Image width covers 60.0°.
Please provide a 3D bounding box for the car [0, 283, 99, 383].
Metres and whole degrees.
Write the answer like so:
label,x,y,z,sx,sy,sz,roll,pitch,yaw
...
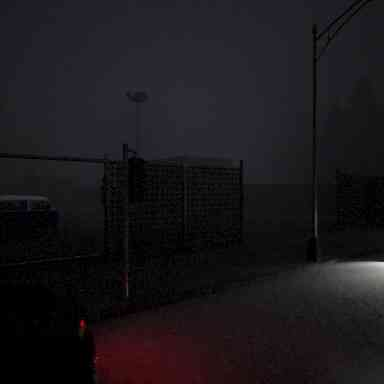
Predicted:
label,x,y,z,sx,sy,sz,roll,pitch,yaw
car,-3.150,1.491,2.256,4.902,1.511,2.128,0,0,-37
